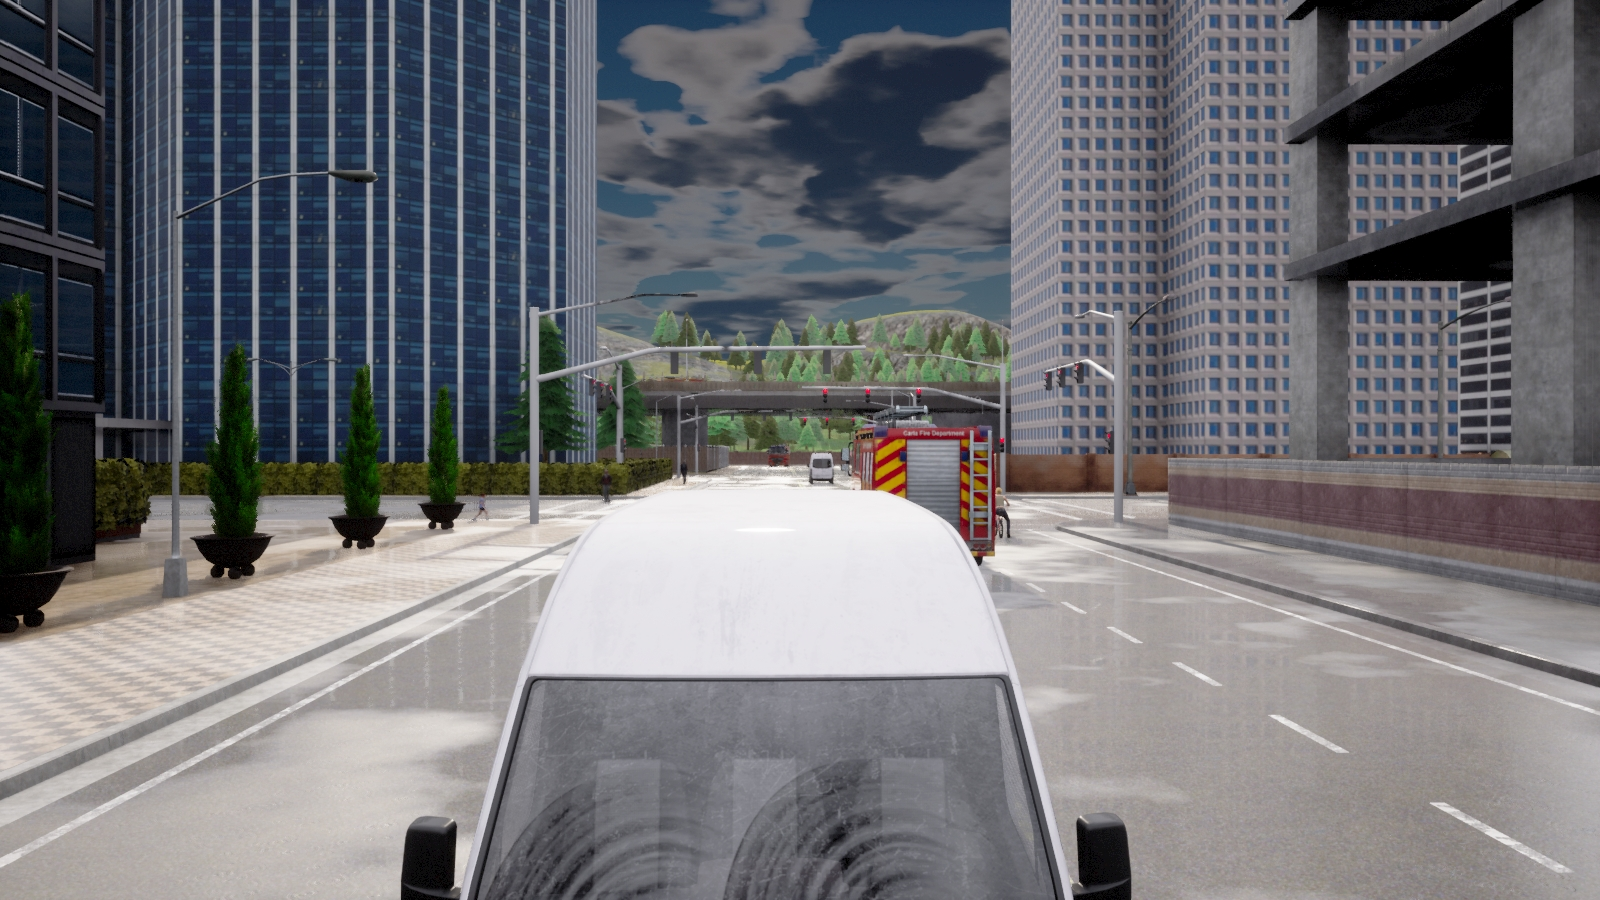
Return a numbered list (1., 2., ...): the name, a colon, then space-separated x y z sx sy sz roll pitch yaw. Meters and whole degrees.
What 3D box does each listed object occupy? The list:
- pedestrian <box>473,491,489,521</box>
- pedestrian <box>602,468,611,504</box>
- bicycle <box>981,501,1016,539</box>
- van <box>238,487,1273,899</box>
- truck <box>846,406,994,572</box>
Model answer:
1. pedestrian: -11.863 2.076 42.532 0.500 1.100 0.500 0 0 -8
2. pedestrian: -10.074 1.849 59.487 0.375 1.860 0.375 0 0 5
3. bicycle: 6.346 2.233 36.588 0.859 1.126 1.487 0 0 -1
4. van: -0.128 1.535 5.152 1.988 2.561 5.915 0 0 -1
5. truck: 2.932 0.891 30.480 2.891 3.827 8.468 0 0 -1
